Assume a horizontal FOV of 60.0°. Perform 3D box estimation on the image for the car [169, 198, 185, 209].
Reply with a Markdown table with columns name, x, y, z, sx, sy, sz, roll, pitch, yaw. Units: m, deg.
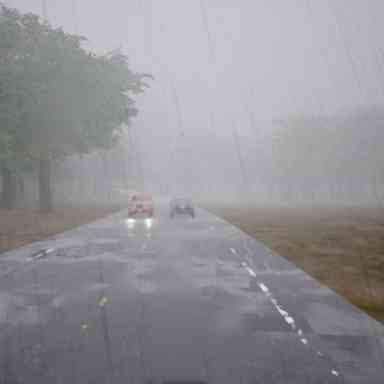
| name | x | y | z | sx | sy | sz | roll | pitch | yaw |
| --- | --- | --- | --- | --- | --- | --- | --- | --- | --- |
| car | -2.124 | 1.536 | 45.756 | 1.895 | 1.301 | 4.718 | 0 | 0 | -5 |

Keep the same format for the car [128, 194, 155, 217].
| name | x | y | z | sx | sy | sz | roll | pitch | yaw |
| --- | --- | --- | --- | --- | --- | --- | --- | --- | --- |
| car | -4.676 | 1.195 | 31.253 | 2.150 | 2.045 | 5.566 | 0 | 0 | -4 |

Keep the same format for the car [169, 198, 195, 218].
| name | x | y | z | sx | sy | sz | roll | pitch | yaw |
| --- | --- | --- | --- | --- | --- | --- | --- | --- | --- |
| car | -0.924 | 1.315 | 30.292 | 2.097 | 1.767 | 4.553 | 0 | 0 | -3 |
